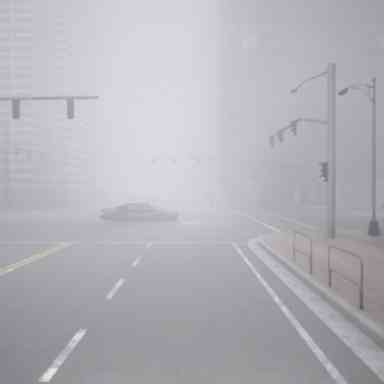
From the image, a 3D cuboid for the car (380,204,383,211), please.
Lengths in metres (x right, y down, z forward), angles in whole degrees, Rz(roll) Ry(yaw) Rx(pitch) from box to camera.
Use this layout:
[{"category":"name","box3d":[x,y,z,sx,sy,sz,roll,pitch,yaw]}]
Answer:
[{"category":"car","box3d":[21.614,1.363,33.580,4.674,1.442,1.812,0,0,1]}]

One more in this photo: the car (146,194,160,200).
[{"category":"car","box3d":[-7.020,1.066,59.503,2.097,1.767,4.553,0,0,1]}]

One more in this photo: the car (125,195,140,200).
[{"category":"car","box3d":[-10.511,1.264,59.079,2.033,1.411,5.357,0,0,1]}]

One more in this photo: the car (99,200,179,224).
[{"category":"car","box3d":[-3.604,1.461,23.160,5.357,1.411,2.033,0,0,0]}]
